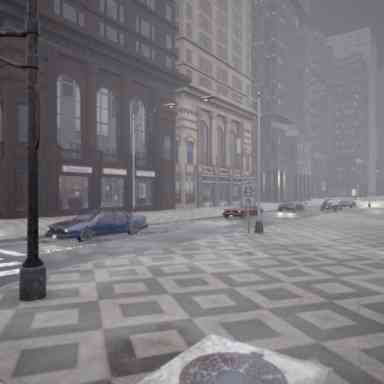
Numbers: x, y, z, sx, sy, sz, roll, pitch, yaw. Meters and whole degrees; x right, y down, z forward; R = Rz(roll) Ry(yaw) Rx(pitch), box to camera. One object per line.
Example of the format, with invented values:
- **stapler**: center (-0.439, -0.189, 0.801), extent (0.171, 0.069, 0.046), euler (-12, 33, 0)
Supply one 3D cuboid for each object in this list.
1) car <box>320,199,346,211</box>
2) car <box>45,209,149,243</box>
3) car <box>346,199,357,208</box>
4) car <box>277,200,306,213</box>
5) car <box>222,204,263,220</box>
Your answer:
- **car**: center (17.832, 1.655, 42.523), extent (1.812, 1.442, 4.674), euler (0, 0, 36)
- **car**: center (-4.514, 1.585, 16.801), extent (2.033, 1.411, 5.357), euler (0, 0, 36)
- **car**: center (23.736, 1.702, 50.766), extent (2.033, 1.411, 5.357), euler (0, 0, 36)
- **car**: center (11.983, 1.667, 39.779), extent (2.033, 1.411, 5.357), euler (0, 0, 36)
- **car**: center (4.532, 1.685, 29.436), extent (1.895, 1.301, 4.718), euler (0, 0, 36)
